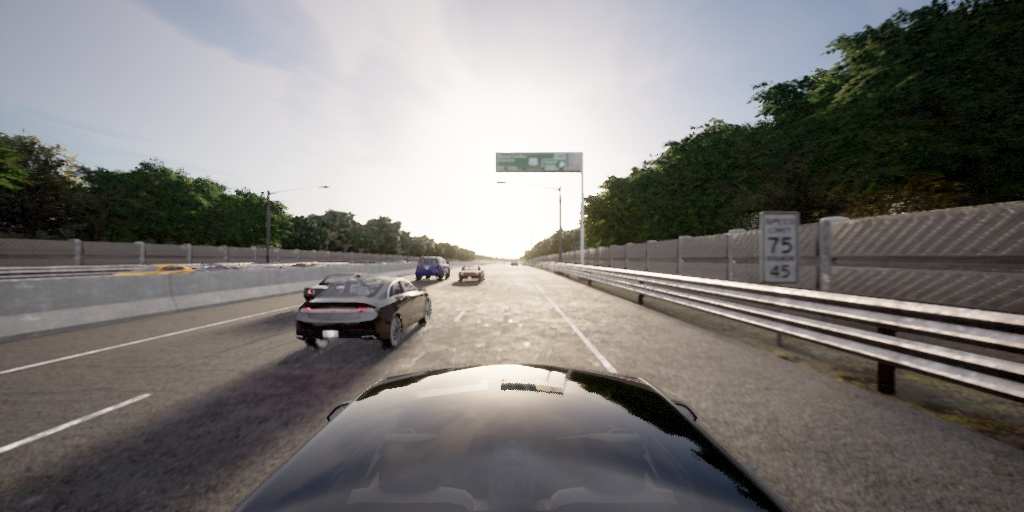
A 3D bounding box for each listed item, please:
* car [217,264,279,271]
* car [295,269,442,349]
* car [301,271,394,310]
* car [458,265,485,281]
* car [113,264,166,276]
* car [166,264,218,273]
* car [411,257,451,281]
[{"bbox_3d":[-17.603,1.361,25.028,1.812,1.442,4.674,0,0,0],"label":"car"},{"bbox_3d":[-3.408,1.254,9.169,2.128,1.511,4.902,0,0,0],"label":"car"},{"bbox_3d":[-6.909,1.386,15.702,1.895,1.301,4.718,0,0,0],"label":"car"},{"bbox_3d":[-3.405,1.469,31.111,1.895,1.301,4.718,0,0,0],"label":"car"},{"bbox_3d":[-24.601,1.312,24.966,1.882,1.535,5.008,0,0,0],"label":"car"},{"bbox_3d":[-21.102,1.330,25.568,2.128,1.511,4.902,0,0,0],"label":"car"},{"bbox_3d":[-6.905,1.094,31.780,2.150,2.045,5.566,0,0,0],"label":"car"}]
